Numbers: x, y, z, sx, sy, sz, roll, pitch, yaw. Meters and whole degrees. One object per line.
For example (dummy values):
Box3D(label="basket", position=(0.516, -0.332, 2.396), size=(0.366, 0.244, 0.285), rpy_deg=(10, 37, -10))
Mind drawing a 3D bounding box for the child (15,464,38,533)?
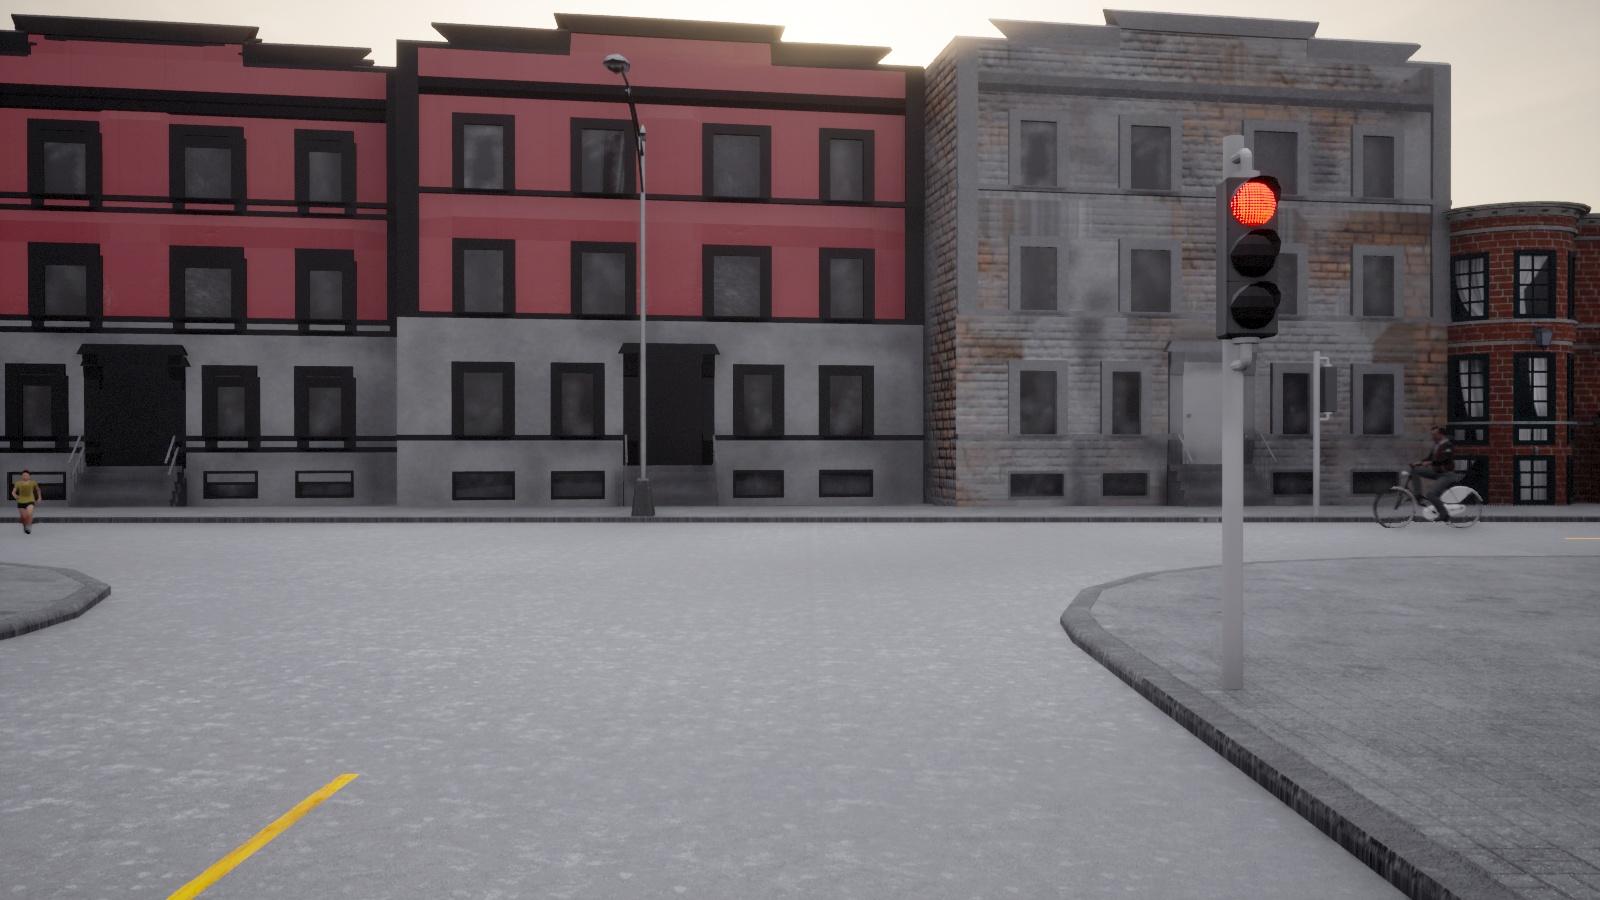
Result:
Box3D(label="child", position=(-12.668, 0.790, 20.566), size=(0.255, 1.110, 0.394), rpy_deg=(0, 0, -23))

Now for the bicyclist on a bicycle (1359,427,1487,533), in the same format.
Box3D(label="bicyclist on a bicycle", position=(10.626, 0.505, 21.445), size=(1.843, 1.776, 0.659), rpy_deg=(0, 0, 0))
